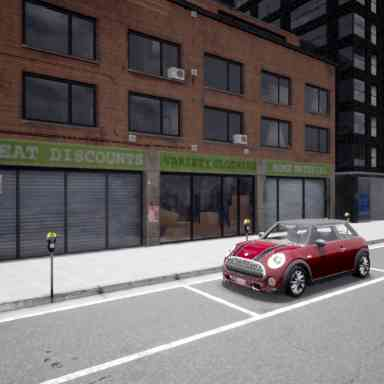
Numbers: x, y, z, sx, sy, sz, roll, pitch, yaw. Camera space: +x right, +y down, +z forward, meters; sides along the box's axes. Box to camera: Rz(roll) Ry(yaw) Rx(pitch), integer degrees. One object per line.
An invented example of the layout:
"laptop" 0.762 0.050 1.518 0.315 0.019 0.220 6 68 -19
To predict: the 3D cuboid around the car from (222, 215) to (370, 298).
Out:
"car" 2.694 1.440 8.456 4.097 1.590 1.967 0 0 -35
